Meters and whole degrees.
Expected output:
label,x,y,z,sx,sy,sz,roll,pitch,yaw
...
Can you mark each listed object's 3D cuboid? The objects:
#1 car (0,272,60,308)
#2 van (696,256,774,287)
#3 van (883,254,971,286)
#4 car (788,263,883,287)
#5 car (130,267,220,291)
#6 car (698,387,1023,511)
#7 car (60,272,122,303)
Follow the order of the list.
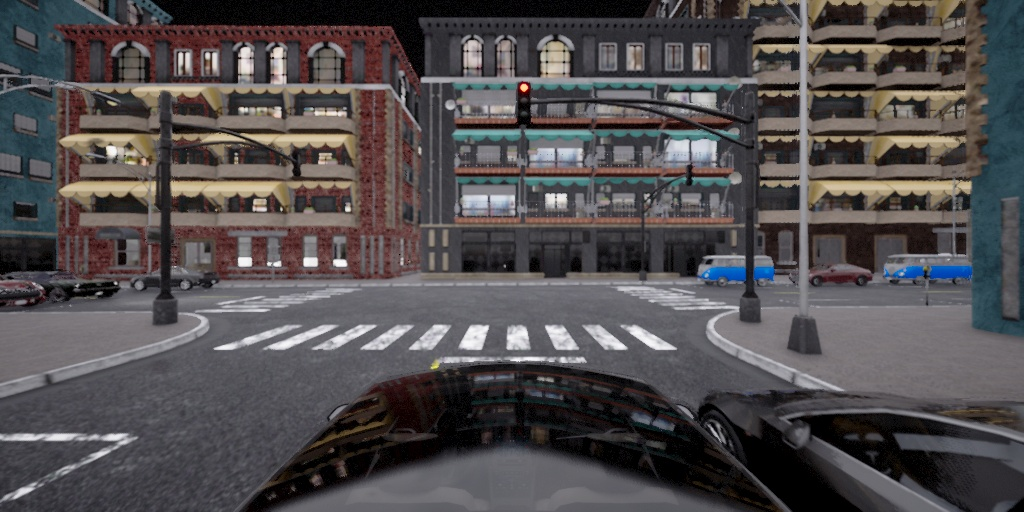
label,x,y,z,sx,sy,sz,roll,pitch,yaw
car,-19.658,1.159,12.900,4.097,1.591,1.967,0,0,0
van,13.080,0.864,21.095,3.998,1.789,1.690,0,0,0
van,24.361,0.795,21.158,3.998,1.789,1.690,0,0,0
car,18.721,1.071,21.126,4.207,1.307,1.802,0,0,0
car,-19.704,1.283,21.039,4.403,1.370,2.007,0,0,0
car,2.566,1.318,1.521,1.948,1.339,4.313,0,0,0
car,-20.173,1.328,15.593,4.718,1.301,1.895,0,0,0
